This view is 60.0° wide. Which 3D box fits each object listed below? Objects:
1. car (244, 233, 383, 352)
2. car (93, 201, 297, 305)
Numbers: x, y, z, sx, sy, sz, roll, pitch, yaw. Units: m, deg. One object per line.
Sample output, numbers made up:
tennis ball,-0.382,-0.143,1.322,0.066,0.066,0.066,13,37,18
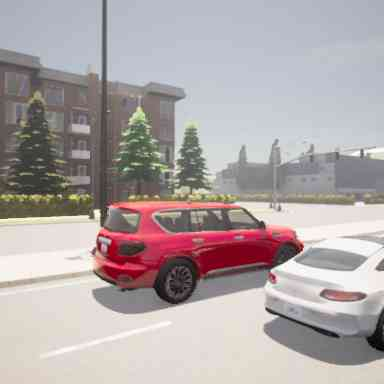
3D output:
car,3.344,1.552,6.158,4.674,1.442,1.812,1,0,-35
car,0.400,1.244,8.369,5.566,2.045,2.150,0,0,-35
